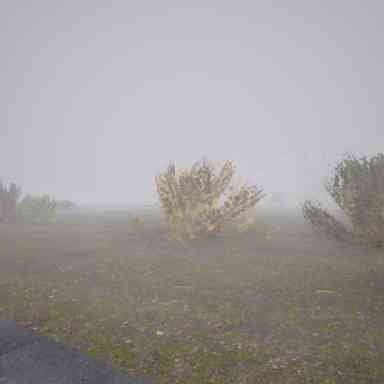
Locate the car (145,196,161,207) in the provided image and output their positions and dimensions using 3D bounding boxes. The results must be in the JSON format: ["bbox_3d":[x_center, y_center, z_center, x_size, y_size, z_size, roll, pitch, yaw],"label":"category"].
[{"bbox_3d":[-6.313,1.802,62.766,2.150,2.045,5.566,-1,-2,36],"label":"car"}]

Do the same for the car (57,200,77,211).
[{"bbox_3d":[-18.420,1.860,46.058,1.837,1.490,4.892,-1,-2,36],"label":"car"}]
